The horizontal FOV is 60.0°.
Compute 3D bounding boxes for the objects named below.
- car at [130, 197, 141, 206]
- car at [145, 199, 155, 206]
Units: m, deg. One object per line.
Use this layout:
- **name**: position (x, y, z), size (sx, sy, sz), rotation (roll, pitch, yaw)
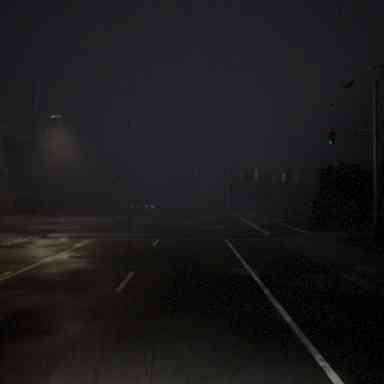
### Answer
- **car**: position (-13.997, 2.297, 82.777), size (2.150, 2.045, 5.566), rotation (0, 0, 0)
- **car**: position (-10.497, 2.596, 82.806), size (1.812, 1.442, 4.674), rotation (0, 0, 0)
